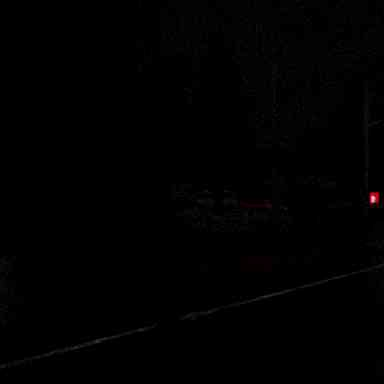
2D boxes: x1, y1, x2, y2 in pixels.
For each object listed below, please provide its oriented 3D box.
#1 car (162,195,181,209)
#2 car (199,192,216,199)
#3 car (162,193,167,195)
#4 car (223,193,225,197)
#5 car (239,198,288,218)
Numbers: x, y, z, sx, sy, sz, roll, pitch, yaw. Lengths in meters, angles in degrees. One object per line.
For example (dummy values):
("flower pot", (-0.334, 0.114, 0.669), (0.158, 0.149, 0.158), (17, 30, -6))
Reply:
("car", (-3.941, 1.493, 44.271), (1.882, 1.535, 5.008), (0, 0, -37))
("car", (4.957, 1.113, 92.288), (1.932, 1.855, 4.605), (0, 0, -37))
("car", (-3.647, 1.367, 50.080), (2.097, 1.767, 4.553), (0, 0, -35))
("car", (7.046, 1.092, 94.350), (1.905, 1.878, 3.866), (0, 0, -37))
("car", (6.462, 1.366, 30.427), (2.097, 1.767, 4.553), (0, 0, -37))
